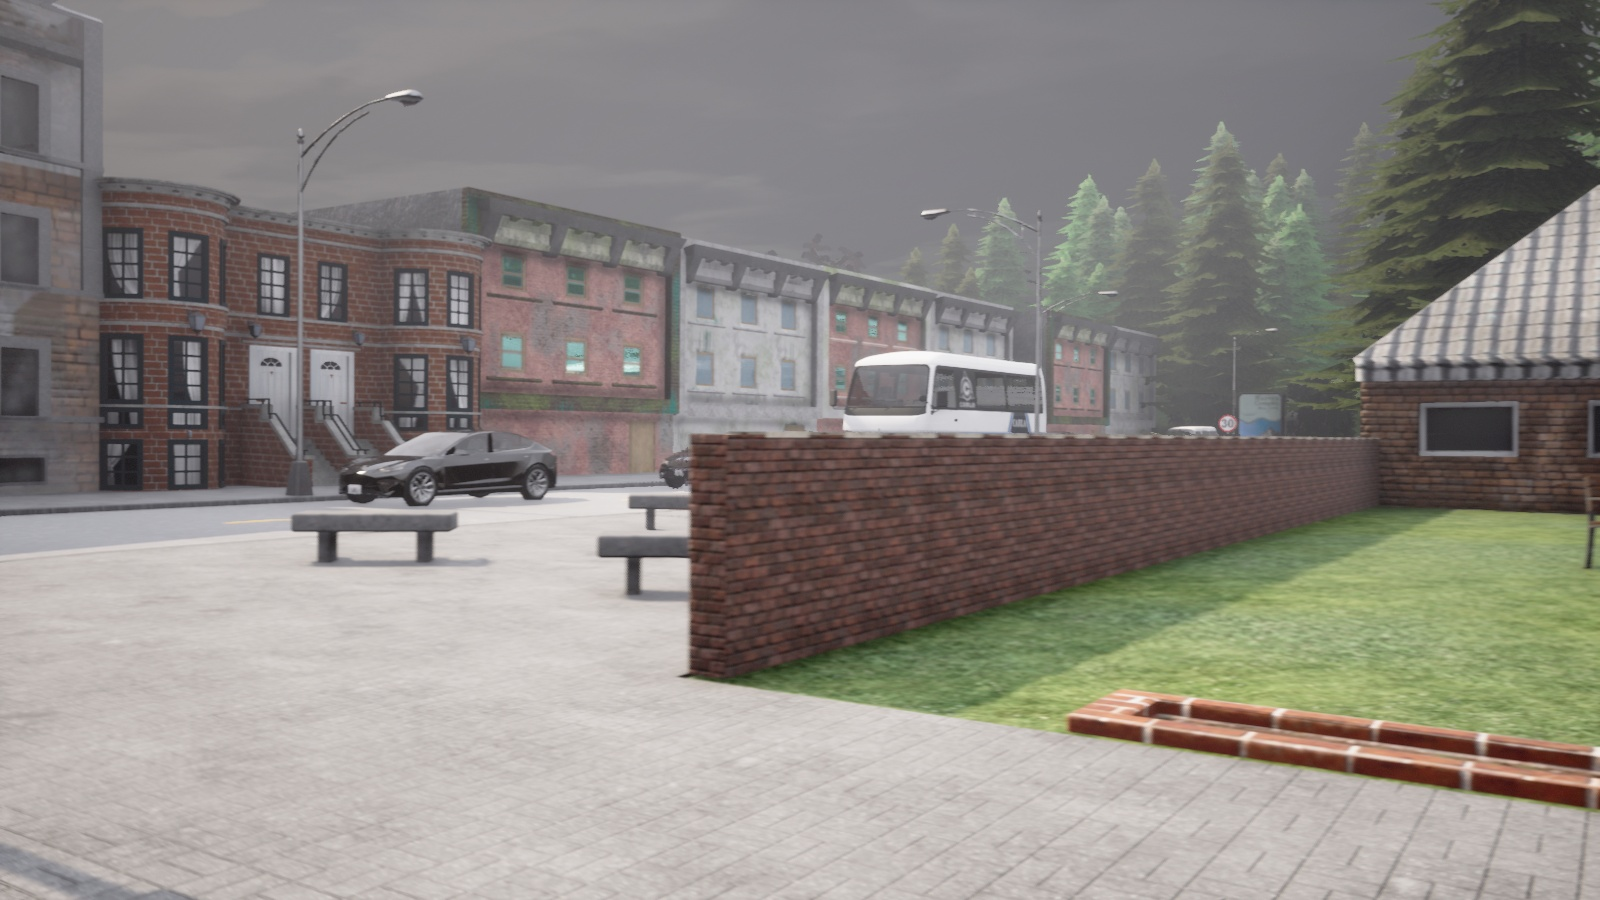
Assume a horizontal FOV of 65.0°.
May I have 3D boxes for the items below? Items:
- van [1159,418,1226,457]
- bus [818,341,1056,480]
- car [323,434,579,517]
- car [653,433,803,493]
[{"bbox_3d":[21.302,-0.670,68.104,2.069,2.038,4.480,0,1,37],"label":"van"},{"bbox_3d":[5.083,-1.291,43.820,3.944,4.253,10.273,0,1,34],"label":"bus"},{"bbox_3d":[-6.986,0.443,25.655,2.163,1.488,4.792,0,1,33],"label":"car"},{"bbox_3d":[-1.841,0.304,33.416,1.816,1.474,4.193,0,1,34],"label":"car"}]
